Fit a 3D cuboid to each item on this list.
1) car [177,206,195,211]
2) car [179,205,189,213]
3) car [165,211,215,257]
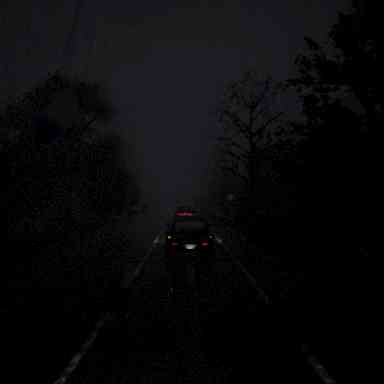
[{"bbox_3d":[-0.571,1.987,28.656,1.837,1.490,4.892,0,-2,-3],"label":"car"},{"bbox_3d":[-1.908,4.066,78.002,2.097,1.767,4.553,0,-3,-2],"label":"car"},{"bbox_3d":[-0.119,1.724,13.674,1.812,1.442,4.674,0,-1,-1],"label":"car"}]
